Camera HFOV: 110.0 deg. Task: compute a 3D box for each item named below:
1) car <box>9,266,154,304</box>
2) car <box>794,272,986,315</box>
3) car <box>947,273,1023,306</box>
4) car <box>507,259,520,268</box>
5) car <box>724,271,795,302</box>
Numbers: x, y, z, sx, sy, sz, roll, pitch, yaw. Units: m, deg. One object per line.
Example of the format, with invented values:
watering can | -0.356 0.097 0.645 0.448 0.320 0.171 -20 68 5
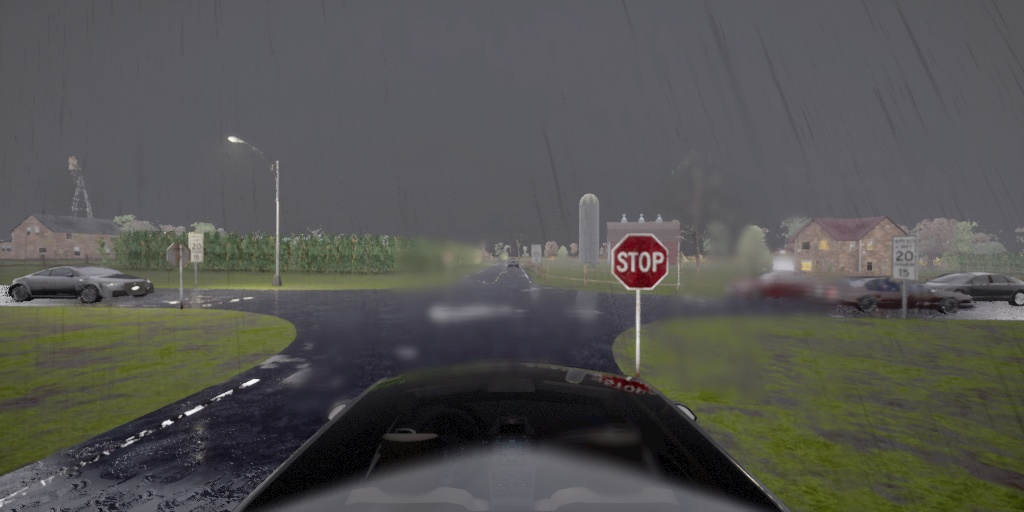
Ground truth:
car | -17.268 1.098 14.535 4.181 1.385 1.994 1 1 0
car | 15.263 1.546 14.776 5.357 1.411 2.033 1 1 3
car | 22.184 1.569 17.513 4.892 1.490 1.837 1 1 0
car | 0.270 1.298 60.786 1.837 1.490 4.892 0 0 0
car | 12.964 1.462 17.543 4.674 1.442 1.812 1 1 1
